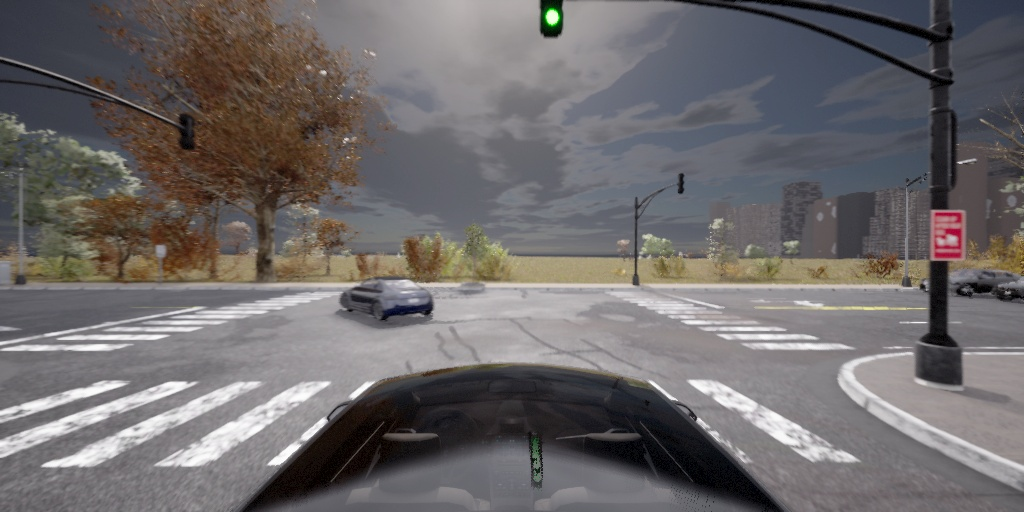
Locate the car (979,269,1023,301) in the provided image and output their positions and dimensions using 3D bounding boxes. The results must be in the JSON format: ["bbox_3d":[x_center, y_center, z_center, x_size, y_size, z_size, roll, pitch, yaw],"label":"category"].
[{"bbox_3d":[25.790,1.499,16.904,4.892,1.490,1.837,0,0,0],"label":"car"}]

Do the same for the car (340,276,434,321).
[{"bbox_3d":[-4.714,1.443,13.306,4.181,1.385,1.994,0,0,44],"label":"car"}]

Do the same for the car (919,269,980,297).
[{"bbox_3d":[25.926,1.478,20.154,4.902,1.511,2.128,0,0,0],"label":"car"}]
